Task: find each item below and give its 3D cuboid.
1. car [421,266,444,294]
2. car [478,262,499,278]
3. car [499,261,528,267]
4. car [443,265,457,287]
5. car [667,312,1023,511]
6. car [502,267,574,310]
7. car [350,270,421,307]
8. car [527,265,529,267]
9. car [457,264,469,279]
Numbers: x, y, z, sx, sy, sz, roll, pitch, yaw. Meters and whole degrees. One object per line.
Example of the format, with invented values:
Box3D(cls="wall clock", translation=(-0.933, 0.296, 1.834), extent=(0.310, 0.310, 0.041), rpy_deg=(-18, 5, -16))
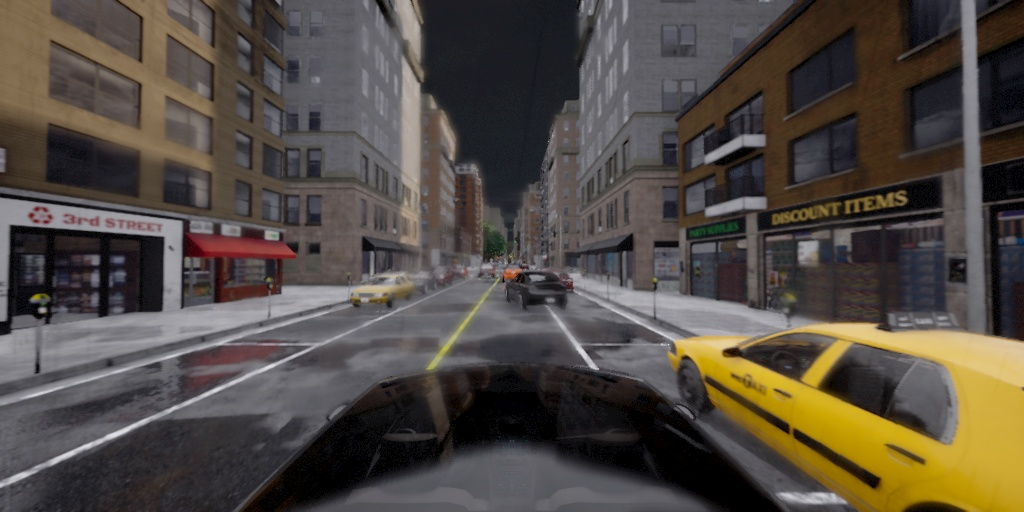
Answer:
Box3D(cls="car", translation=(-5.808, 1.554, 22.255), extent=(2.007, 1.370, 4.403), rpy_deg=(0, 0, 0))
Box3D(cls="car", translation=(-2.905, 1.792, 42.398), extent=(1.812, 1.442, 4.674), rpy_deg=(0, -1, 0))
Box3D(cls="car", translation=(0.166, 1.509, 34.211), extent=(2.097, 1.767, 4.553), rpy_deg=(0, -1, 0))
Box3D(cls="car", translation=(-5.794, 1.514, 27.747), extent=(1.967, 1.591, 4.097), rpy_deg=(0, 0, 0))
Box3D(cls="car", translation=(3.150, 1.224, 3.063), extent=(1.801, 1.575, 5.366), rpy_deg=(0, -1, 0))
Box3D(cls="car", translation=(0.950, 1.428, 15.728), extent=(1.837, 1.490, 4.892), rpy_deg=(0, 0, -12))
Box3D(cls="car", translation=(-5.822, 1.460, 16.593), extent=(1.751, 1.417, 4.829), rpy_deg=(0, 0, 0))
Box3D(cls="car", translation=(2.746, 1.696, 33.224), extent=(2.007, 1.370, 4.403), rpy_deg=(0, 0, 0))
Box3D(cls="car", translation=(-5.767, 1.656, 38.733), extent=(1.967, 1.591, 4.097), rpy_deg=(0, 0, 0))
